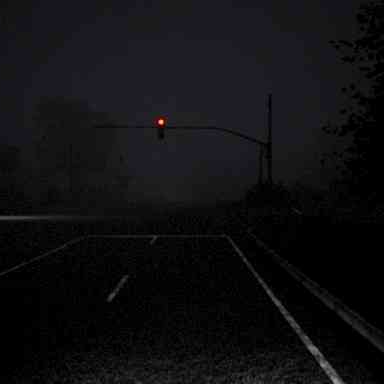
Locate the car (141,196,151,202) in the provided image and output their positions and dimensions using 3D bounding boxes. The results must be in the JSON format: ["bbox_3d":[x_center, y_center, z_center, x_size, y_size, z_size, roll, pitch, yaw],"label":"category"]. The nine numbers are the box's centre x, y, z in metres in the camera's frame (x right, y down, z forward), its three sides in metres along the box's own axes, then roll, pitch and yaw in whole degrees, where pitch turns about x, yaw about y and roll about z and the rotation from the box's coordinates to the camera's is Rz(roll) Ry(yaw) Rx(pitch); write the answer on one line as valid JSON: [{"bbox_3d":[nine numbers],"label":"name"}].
[{"bbox_3d":[-10.486,1.536,75.750,2.033,1.411,5.357,0,-2,0],"label":"car"}]

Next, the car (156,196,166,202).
[{"bbox_3d":[-6.986,1.548,75.749,1.994,1.385,4.181,0,-2,0],"label":"car"}]

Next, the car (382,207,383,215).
[{"bbox_3d":[15.342,1.179,21.965,4.902,1.511,2.128,-1,1,15],"label":"car"}]
